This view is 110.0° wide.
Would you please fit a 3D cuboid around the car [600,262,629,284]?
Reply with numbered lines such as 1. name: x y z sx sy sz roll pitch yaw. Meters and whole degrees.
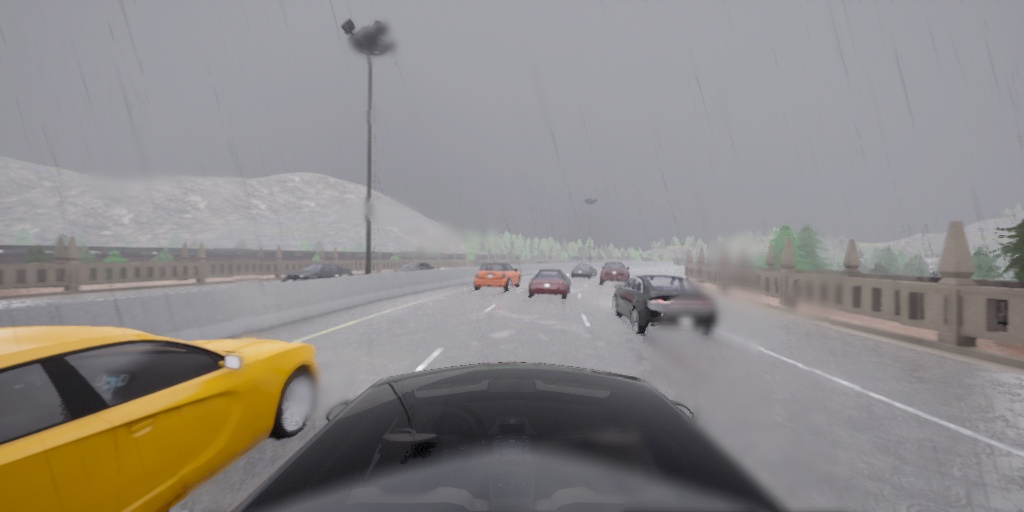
1. car: 8.096 1.245 28.166 2.097 1.767 4.553 0 0 17

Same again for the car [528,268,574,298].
1. car: 2.079 1.387 19.190 1.994 1.385 4.181 0 0 12

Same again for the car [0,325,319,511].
1. car: -3.286 1.208 2.370 1.882 1.535 5.008 0 0 0

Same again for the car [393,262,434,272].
1. car: -8.949 1.300 32.932 1.837 1.490 4.892 0 0 19

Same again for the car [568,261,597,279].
1. car: 7.214 1.476 35.788 1.994 1.385 4.181 0 0 23

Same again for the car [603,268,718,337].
1. car: 4.236 1.300 10.596 2.128 1.511 4.902 0 0 6

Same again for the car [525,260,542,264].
1. car: 2.928 1.443 51.304 1.837 1.490 4.892 0 -1 27

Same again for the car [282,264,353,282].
1. car: -14.332 1.287 26.929 2.033 1.411 5.357 0 0 14

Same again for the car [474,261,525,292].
1. car: -0.786 1.167 22.401 2.097 1.767 4.553 0 0 12
